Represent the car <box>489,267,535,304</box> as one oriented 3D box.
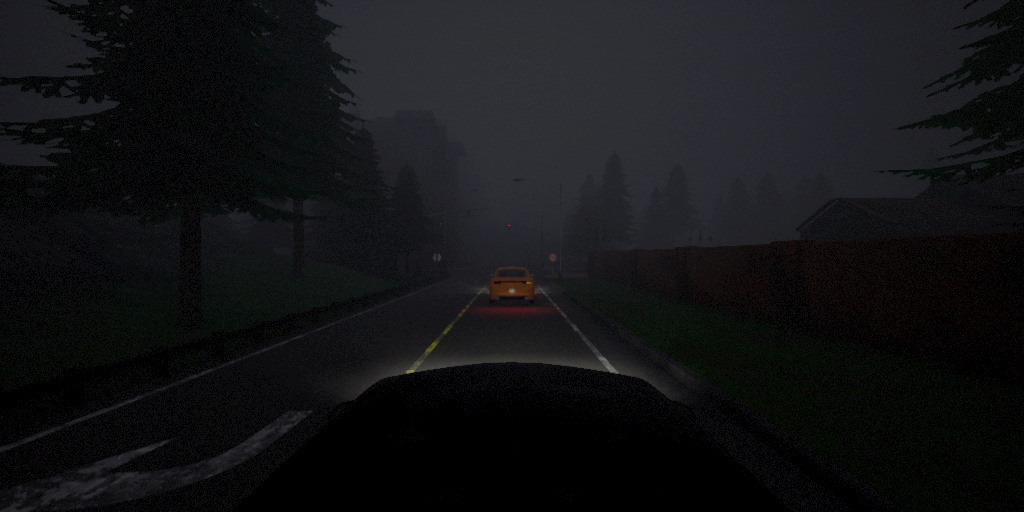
[{"bbox_3d":[0.000,1.234,16.500,1.882,1.535,5.008,0,0,0],"label":"car"}]
